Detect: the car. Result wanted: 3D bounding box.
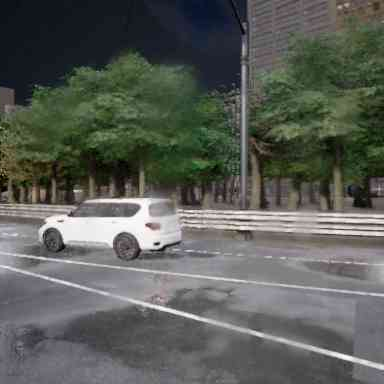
[{"bbox_3d":[-3.063,1.241,12.350,5.566,2.045,2.150,0,0,26],"label":"car"}]
